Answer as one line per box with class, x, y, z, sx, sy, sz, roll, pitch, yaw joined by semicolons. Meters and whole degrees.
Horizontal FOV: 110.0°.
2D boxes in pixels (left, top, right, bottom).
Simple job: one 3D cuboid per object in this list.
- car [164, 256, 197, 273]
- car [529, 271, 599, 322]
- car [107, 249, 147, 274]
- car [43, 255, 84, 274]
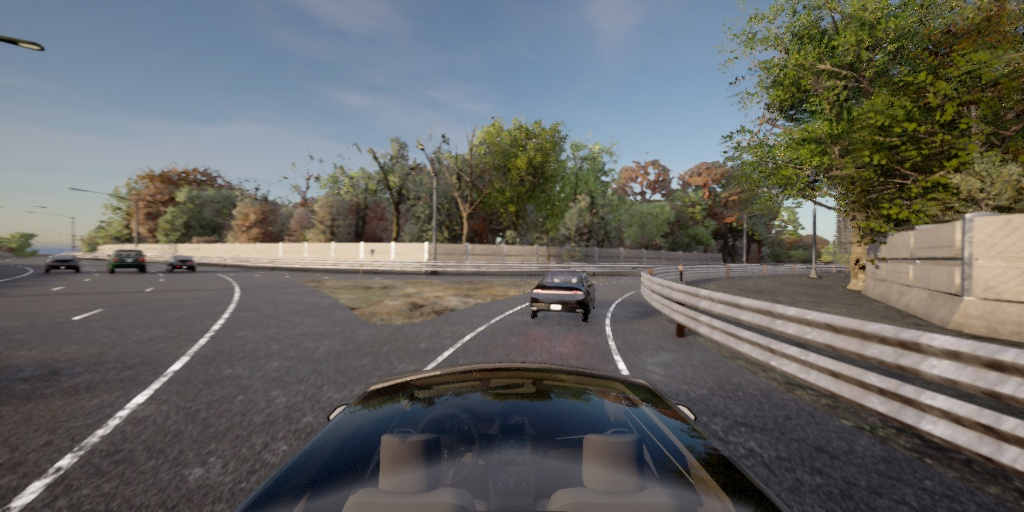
car;-31.364;0.742;33.966;4.892;1.490;1.837;1;0;41
car;1.918;1.259;12.587;2.128;1.511;4.902;1;0;16
car;-33.271;0.433;31.060;5.566;2.045;2.150;1;0;41
car;-37.694;0.650;30.145;4.892;1.490;1.837;1;0;39
